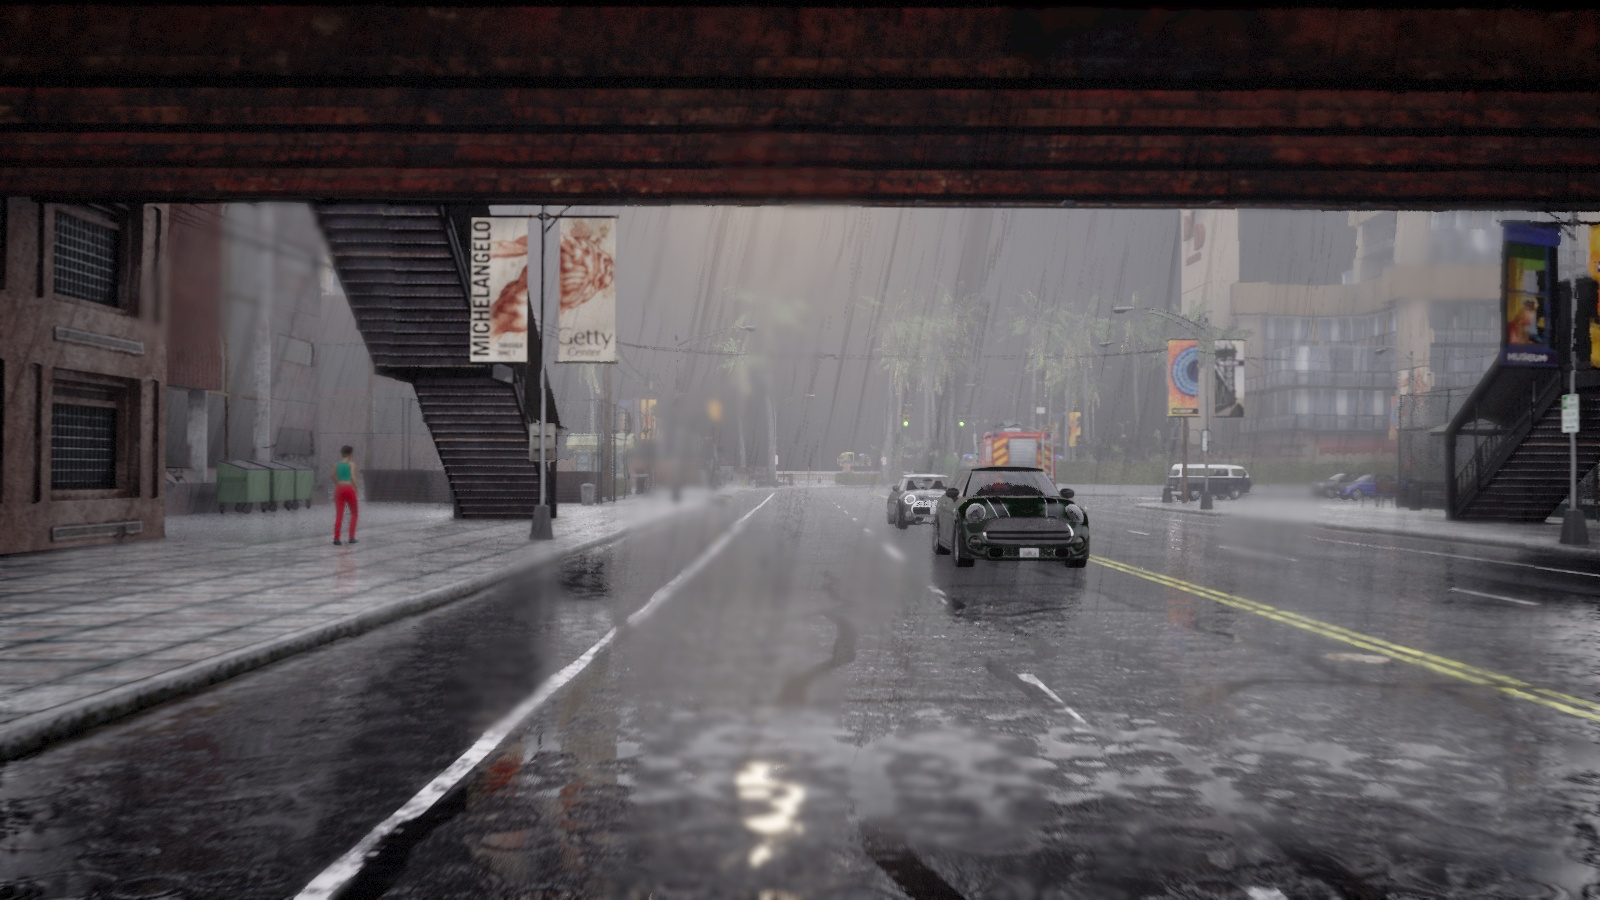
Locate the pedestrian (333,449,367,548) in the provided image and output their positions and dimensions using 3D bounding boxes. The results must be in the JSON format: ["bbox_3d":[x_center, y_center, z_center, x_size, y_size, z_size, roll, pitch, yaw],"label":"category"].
[{"bbox_3d":[-8.398,0.898,23.452,0.345,1.836,0.594,0,-1,12],"label":"pedestrian"}]

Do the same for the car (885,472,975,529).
[{"bbox_3d":[3.518,1.346,34.649,1.970,1.475,3.806,0,-1,-2],"label":"car"}]

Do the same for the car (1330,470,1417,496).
[{"bbox_3d":[33.278,1.916,72.920,4.193,1.474,1.816,0,-1,-1],"label":"car"}]

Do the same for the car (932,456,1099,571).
[{"bbox_3d":[3.574,1.023,21.727,2.097,1.767,4.553,0,-1,0],"label":"car"}]

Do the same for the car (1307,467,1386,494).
[{"bbox_3d":[33.222,1.859,76.408,3.988,1.617,1.851,0,-1,-1],"label":"car"}]

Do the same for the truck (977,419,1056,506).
[{"bbox_3d":[10.188,0.612,59.914,2.891,3.827,8.468,0,-1,5],"label":"truck"}]

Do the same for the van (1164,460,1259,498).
[{"bbox_3d":[22.631,1.605,69.130,4.480,2.038,2.069,0,-1,-9],"label":"van"}]
